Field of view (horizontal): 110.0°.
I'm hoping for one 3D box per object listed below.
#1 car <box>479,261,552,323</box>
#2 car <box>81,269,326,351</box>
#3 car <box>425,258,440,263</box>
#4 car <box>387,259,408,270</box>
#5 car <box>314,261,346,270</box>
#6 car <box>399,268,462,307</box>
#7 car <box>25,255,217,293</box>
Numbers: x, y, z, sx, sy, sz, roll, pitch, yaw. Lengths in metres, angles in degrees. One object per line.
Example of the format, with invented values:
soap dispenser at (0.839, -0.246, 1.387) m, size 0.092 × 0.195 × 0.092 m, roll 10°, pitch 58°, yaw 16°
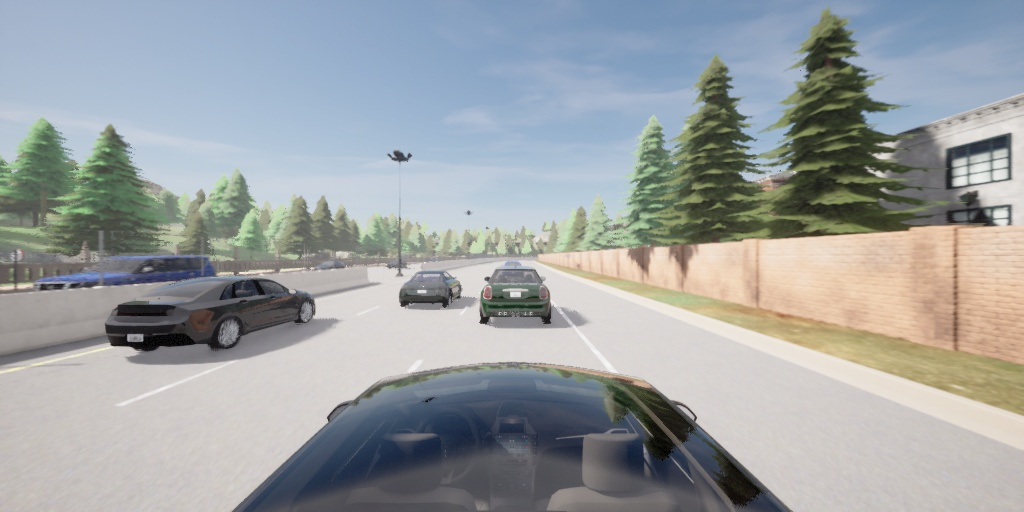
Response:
car at (0.102, 1.102, 12.189) m, size 2.097 × 1.767 × 4.553 m, roll 0°, pitch 0°, yaw 0°
car at (-6.899, 1.255, 8.990) m, size 1.837 × 1.490 × 4.892 m, roll 0°, pitch 0°, yaw 0°
car at (-13.642, 1.123, 61.919) m, size 2.097 × 1.767 × 4.553 m, roll 0°, pitch 0°, yaw 1°
car at (-17.332, 1.259, 54.415) m, size 1.837 × 1.490 × 4.892 m, roll 0°, pitch -1°, yaw 2°
car at (-21.112, 1.276, 41.791) m, size 1.812 × 1.442 × 4.674 m, roll 0°, pitch 0°, yaw 1°
car at (-3.397, 1.314, 15.552) m, size 1.994 × 1.385 × 4.181 m, roll 0°, pitch 0°, yaw 0°
car at (-14.099, 0.973, 13.616) m, size 2.150 × 2.045 × 5.566 m, roll 0°, pitch 0°, yaw 0°
